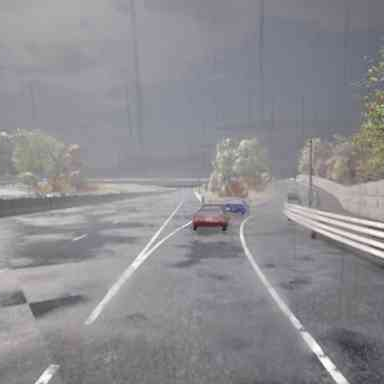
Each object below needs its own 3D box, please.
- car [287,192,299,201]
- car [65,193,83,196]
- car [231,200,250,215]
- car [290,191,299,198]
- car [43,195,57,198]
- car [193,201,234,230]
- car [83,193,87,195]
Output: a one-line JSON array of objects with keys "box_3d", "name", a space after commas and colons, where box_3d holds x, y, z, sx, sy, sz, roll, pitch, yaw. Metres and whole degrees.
[{"box_3d": [22.708, 1.010, 75.231, 2.150, 2.045, 5.566, 0, 3, 20], "name": "car"}, {"box_3d": [-21.015, 1.090, 57.648, 1.837, 1.490, 4.892, 0, 1, 1], "name": "car"}, {"box_3d": [4.711, 1.523, 33.883, 1.882, 1.535, 5.008, 0, -1, 18], "name": "car"}, {"box_3d": [26.334, 0.625, 85.046, 2.128, 1.511, 4.902, 0, 4, 19], "name": "car"}, {"box_3d": [-24.513, 1.150, 57.575, 1.994, 1.385, 4.181, 0, 0, 1], "name": "car"}, {"box_3d": [1.267, 1.429, 19.976, 1.994, 1.385, 4.181, 0, 0, 10], "name": "car"}, {"box_3d": [-24.489, 1.009, 73.722, 2.128, 1.511, 4.902, 0, 0, 0], "name": "car"}]
